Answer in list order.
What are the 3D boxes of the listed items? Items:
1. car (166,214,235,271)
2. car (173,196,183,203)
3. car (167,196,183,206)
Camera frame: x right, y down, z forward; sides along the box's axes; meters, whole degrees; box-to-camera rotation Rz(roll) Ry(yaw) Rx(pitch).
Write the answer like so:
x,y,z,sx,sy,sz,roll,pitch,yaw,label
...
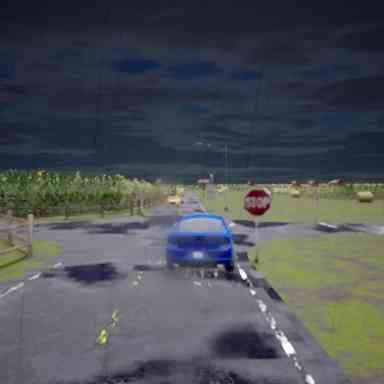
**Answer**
x,y,z,sx,sy,sz,roll,pitch,yaw,label
0.390,1.460,10.960,1.882,1.535,5.008,0,0,6,car
-2.735,1.415,65.705,1.895,1.301,4.718,0,0,0,car
-2.791,1.352,50.593,1.882,1.535,5.008,0,0,0,car
